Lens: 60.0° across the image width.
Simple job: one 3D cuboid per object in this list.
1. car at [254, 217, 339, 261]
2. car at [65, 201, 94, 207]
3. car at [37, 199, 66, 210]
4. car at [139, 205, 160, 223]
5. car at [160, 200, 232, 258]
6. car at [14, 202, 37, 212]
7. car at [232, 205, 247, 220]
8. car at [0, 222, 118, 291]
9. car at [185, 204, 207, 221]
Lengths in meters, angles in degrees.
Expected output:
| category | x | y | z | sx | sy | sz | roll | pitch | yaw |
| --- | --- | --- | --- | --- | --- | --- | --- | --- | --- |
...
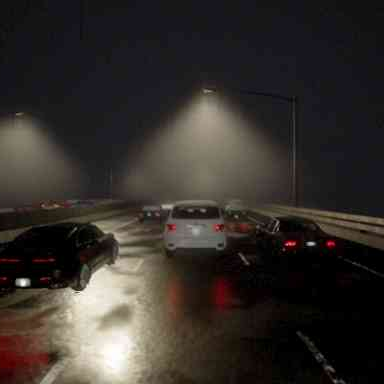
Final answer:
| category | x | y | z | sx | sy | sz | roll | pitch | yaw |
| --- | --- | --- | --- | --- | --- | --- | --- | --- | --- |
| car | 3.650 | 1.644 | 12.605 | 2.033 | 1.411 | 5.357 | 0 | 0 | 1 |
| car | -13.548 | 1.837 | 41.457 | 1.882 | 1.535 | 5.008 | 0 | -1 | 2 |
| car | -17.040 | 1.713 | 41.708 | 2.097 | 1.767 | 4.553 | 0 | 0 | 2 |
| car | -3.160 | 1.776 | 27.602 | 2.033 | 1.411 | 5.357 | 0 | 0 | 1 |
| car | 0.167 | 1.326 | 13.359 | 2.150 | 2.045 | 5.566 | 0 | 0 | 1 |
| car | -20.532 | 1.928 | 42.020 | 1.994 | 1.385 | 4.181 | 0 | -1 | 2 |
| car | 3.911 | 1.862 | 31.030 | 1.895 | 1.301 | 4.718 | 0 | -1 | 1 |
| car | -3.391 | 1.575 | 9.153 | 1.837 | 1.490 | 4.892 | 0 | 0 | 1 |
| car | 0.412 | 1.863 | 31.127 | 1.895 | 1.301 | 4.718 | 0 | -1 | 1 |
